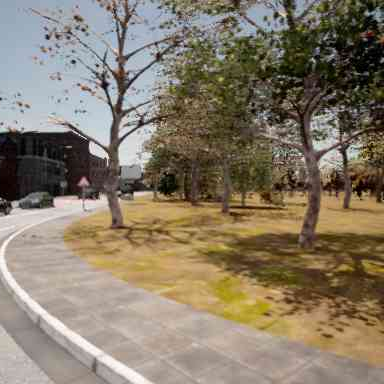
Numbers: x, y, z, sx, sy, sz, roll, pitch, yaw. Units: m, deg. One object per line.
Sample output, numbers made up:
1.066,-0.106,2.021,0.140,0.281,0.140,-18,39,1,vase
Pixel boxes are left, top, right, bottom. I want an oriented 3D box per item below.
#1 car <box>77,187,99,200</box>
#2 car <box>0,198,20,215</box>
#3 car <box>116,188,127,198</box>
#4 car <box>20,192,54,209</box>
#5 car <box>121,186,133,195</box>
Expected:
-16.703,0.245,53.632,2.150,2.045,5.566,0,1,-1,car
-15.994,1.195,26.107,2.128,1.511,4.902,0,1,-2,car
-13.578,0.455,60.296,1.895,1.301,4.718,0,1,-1,car
-16.242,0.845,34.920,2.097,1.767,4.553,0,1,-1,car
-13.827,-0.332,70.285,2.150,2.045,5.566,0,1,-1,car
